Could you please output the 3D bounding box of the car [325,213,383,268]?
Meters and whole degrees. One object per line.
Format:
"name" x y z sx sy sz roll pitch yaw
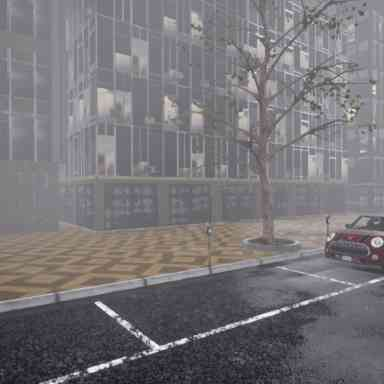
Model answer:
"car" 6.198 1.439 10.990 4.097 1.590 1.967 0 0 -36
